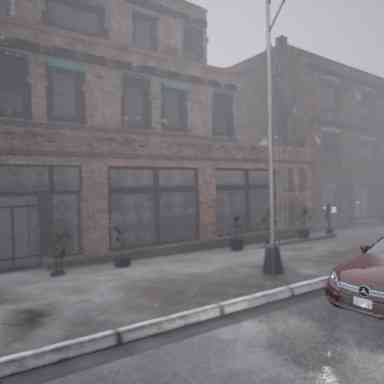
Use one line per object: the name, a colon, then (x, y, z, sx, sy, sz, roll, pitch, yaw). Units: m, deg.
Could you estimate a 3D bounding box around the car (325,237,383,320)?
car: (4.646, 1.520, 6.694, 4.674, 1.442, 1.812, 0, 0, -35)
